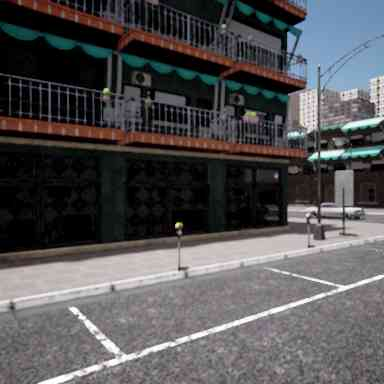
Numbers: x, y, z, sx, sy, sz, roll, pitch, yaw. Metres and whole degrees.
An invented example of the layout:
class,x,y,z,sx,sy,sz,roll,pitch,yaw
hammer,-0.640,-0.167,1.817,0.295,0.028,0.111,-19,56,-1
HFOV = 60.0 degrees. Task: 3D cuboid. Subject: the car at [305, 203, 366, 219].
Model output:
class,x,y,z,sx,sy,sz,roll,pitch,yaw
car,12.379,1.616,28.817,1.895,1.301,4.718,0,-1,-36
